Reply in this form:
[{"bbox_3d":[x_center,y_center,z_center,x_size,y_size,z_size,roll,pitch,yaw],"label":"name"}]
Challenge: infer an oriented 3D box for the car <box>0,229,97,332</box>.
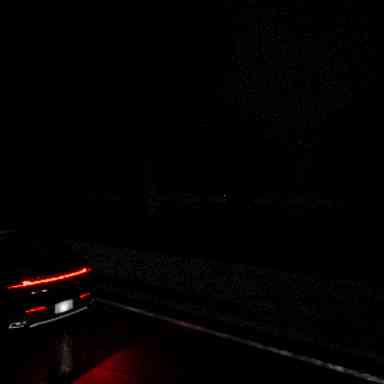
[{"bbox_3d":[-3.927,1.500,6.486,4.892,1.490,1.837,0,0,35],"label":"car"}]
